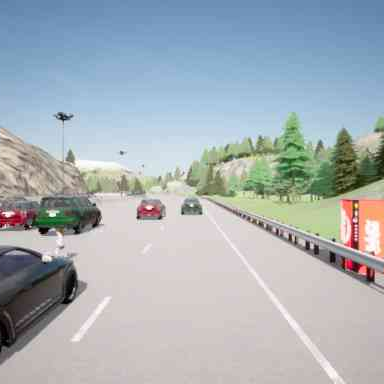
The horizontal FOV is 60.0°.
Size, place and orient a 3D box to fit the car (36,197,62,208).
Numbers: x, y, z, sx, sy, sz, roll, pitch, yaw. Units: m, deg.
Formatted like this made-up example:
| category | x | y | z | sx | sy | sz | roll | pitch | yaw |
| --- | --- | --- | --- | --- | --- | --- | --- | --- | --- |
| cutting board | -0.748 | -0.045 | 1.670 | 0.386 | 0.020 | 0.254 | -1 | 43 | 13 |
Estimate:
| category | x | y | z | sx | sy | sz | roll | pitch | yaw |
| --- | --- | --- | --- | --- | --- | --- | --- | --- | --- |
| car | -21.280 | 1.506 | 49.750 | 1.837 | 1.490 | 4.892 | 0 | 0 | 0 |

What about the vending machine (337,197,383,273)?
| category | x | y | z | sx | sy | sz | roll | pitch | yaw |
| --- | --- | --- | --- | --- | --- | --- | --- | --- | --- |
| vending machine | 4.964 | 1.195 | 9.694 | 1.100 | 2.100 | 0.880 | 0 | 0 | 0 |

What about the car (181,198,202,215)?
| category | x | y | z | sx | sy | sz | roll | pitch | yaw |
| --- | --- | --- | --- | --- | --- | --- | --- | --- | --- |
| car | -0.038 | 1.352 | 34.568 | 2.097 | 1.767 | 4.553 | 0 | 0 | 0 |

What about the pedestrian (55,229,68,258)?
| category | x | y | z | sx | sy | sz | roll | pitch | yaw |
| --- | --- | --- | --- | --- | --- | --- | --- | --- | --- |
| pedestrian | -4.187 | 1.674 | 10.708 | 0.500 | 1.100 | 0.500 | 0 | 0 | 0 |

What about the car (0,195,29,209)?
| category | x | y | z | sx | sy | sz | roll | pitch | yaw |
| --- | --- | --- | --- | --- | --- | --- | --- | --- | --- |
| car | -24.768 | 1.352 | 46.136 | 2.097 | 1.767 | 4.553 | 0 | 0 | 0 |

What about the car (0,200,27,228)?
| category | x | y | z | sx | sy | sz | roll | pitch | yaw |
| --- | --- | --- | --- | --- | --- | --- | --- | --- | --- |
| car | -10.479 | 1.352 | 21.162 | 2.097 | 1.767 | 4.553 | 0 | 0 | 0 |

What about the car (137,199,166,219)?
| category | x | y | z | sx | sy | sz | roll | pitch | yaw |
| --- | --- | --- | --- | --- | --- | --- | --- | --- | --- |
| car | -3.509 | 1.352 | 29.280 | 2.097 | 1.767 | 4.553 | 0 | 0 | 0 |

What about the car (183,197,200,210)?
| category | x | y | z | sx | sy | sz | roll | pitch | yaw |
| --- | --- | --- | --- | --- | --- | --- | --- | --- | --- |
| car | -0.097 | 1.491 | 44.472 | 2.128 | 1.511 | 4.902 | 0 | 0 | 0 |

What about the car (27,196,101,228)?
| category | x | y | z | sx | sy | sz | roll | pitch | yaw |
| --- | --- | --- | --- | --- | --- | --- | --- | --- | --- |
| car | -6.972 | 1.223 | 19.272 | 2.150 | 2.045 | 5.566 | 0 | 0 | 0 |

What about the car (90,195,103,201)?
| category | x | y | z | sx | sy | sz | roll | pitch | yaw |
| --- | --- | --- | --- | --- | --- | --- | --- | --- | --- |
| car | -24.824 | 1.541 | 86.526 | 1.895 | 1.301 | 4.718 | 0 | 0 | 0 |

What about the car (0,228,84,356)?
| category | x | y | z | sx | sy | sz | roll | pitch | yaw |
| --- | --- | --- | --- | --- | --- | --- | --- | --- | --- |
| car | -3.420 | 1.564 | 5.486 | 1.994 | 1.385 | 4.181 | 0 | 0 | 0 |
